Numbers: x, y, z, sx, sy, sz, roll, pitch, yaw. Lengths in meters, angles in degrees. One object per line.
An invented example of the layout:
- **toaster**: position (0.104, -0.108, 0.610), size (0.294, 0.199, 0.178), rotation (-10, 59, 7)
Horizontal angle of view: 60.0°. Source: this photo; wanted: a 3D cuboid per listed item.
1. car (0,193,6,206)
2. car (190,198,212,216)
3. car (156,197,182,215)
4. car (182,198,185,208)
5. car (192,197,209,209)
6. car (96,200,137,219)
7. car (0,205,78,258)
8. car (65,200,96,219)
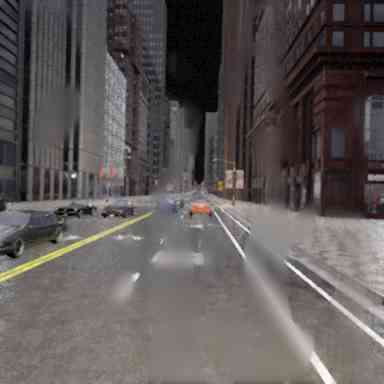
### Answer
- **car**: position (-9.546, 0.967, 13.069), size (2.150, 2.045, 5.566), rotation (1, 0, 1)
- **car**: position (0.892, 1.363, 32.947), size (2.097, 1.767, 4.553), rotation (1, 0, 2)
- **car**: position (-2.361, 1.404, 32.972), size (1.882, 1.535, 5.008), rotation (1, 0, 2)
- **car**: position (-2.025, 1.437, 46.363), size (2.128, 1.511, 4.902), rotation (1, 0, 2)
- **car**: position (1.234, 1.522, 46.557), size (2.128, 1.511, 4.902), rotation (1, 0, 2)
- **car**: position (-5.892, 1.382, 27.485), size (2.033, 1.411, 5.357), rotation (1, 0, 2)
- **car**: position (-6.328, 1.376, 12.246), size (2.033, 1.411, 5.357), rotation (1, 0, 2)
- **car**: position (-9.175, 1.350, 26.579), size (1.895, 1.301, 4.718), rotation (1, 0, 2)
